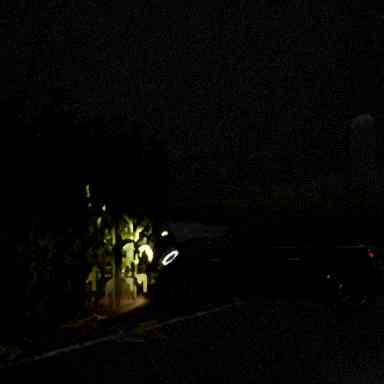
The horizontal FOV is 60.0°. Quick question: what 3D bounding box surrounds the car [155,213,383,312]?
[{"bbox_3d":[1.502,1.341,7.358,4.553,1.767,2.097,0,0,7],"label":"car"}]
